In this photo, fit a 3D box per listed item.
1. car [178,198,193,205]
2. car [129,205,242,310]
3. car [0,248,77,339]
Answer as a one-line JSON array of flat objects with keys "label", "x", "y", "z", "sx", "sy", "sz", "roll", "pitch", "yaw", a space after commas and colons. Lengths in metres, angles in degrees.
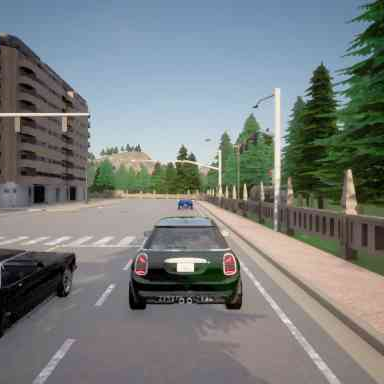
[{"label": "car", "x": -0.878, "y": 1.478, "z": 44.282, "sx": 1.882, "sy": 1.535, "sz": 5.008, "roll": 0, "pitch": 0, "yaw": -1}, {"label": "car", "x": -0.130, "y": 1.352, "z": 7.990, "sx": 2.097, "sy": 1.767, "sz": 4.553, "roll": 0, "pitch": 0, "yaw": 0}, {"label": "car", "x": -3.545, "y": 1.601, "z": 5.618, "sx": 1.895, "sy": 1.301, "sz": 4.718, "roll": 0, "pitch": 0, "yaw": -1}]
